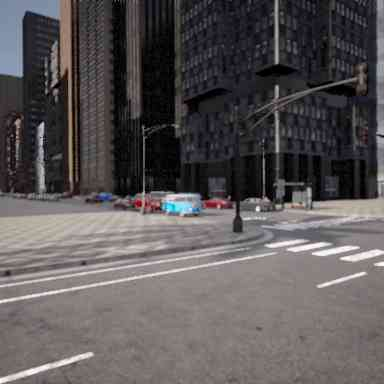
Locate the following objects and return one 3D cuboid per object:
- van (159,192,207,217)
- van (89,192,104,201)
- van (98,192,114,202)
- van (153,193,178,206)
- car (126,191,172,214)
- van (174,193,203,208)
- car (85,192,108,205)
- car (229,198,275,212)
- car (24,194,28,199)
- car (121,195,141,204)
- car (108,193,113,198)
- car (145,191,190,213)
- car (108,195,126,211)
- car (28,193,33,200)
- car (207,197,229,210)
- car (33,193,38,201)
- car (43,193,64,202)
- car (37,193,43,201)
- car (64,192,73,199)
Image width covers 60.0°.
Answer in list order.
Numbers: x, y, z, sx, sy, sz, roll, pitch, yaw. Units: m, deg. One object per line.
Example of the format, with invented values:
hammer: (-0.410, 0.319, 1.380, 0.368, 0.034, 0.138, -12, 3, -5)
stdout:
van: (-0.841, 1.105, 27.837, 1.690, 1.788, 3.998, -1, 0, -35)
van: (-20.110, 0.984, 69.843, 1.690, 1.788, 3.998, -1, 0, -35)
van: (-16.831, 0.987, 65.207, 1.690, 1.788, 3.998, -1, 0, -35)
van: (-3.718, 1.001, 46.666, 1.690, 1.788, 3.998, -1, 0, -35)
car: (-4.119, 1.071, 32.472, 2.192, 1.841, 5.009, -1, 0, -35)
van: (-0.439, 1.007, 42.031, 1.690, 1.788, 3.998, -1, 0, -35)
car: (-15.806, 1.186, 53.753, 1.882, 1.535, 5.008, -1, 0, -35)
car: (6.119, 1.230, 32.761, 2.008, 1.369, 4.403, -1, 0, -35)
car: (-40.081, 1.241, 83.321, 1.752, 1.417, 4.829, -1, 0, -35)
car: (-10.273, 1.234, 55.938, 1.802, 1.307, 4.206, -1, 0, -35)
car: (-13.551, 1.231, 60.573, 1.802, 1.307, 4.206, -1, 0, -35)
car: (-2.643, 0.950, 34.992, 2.150, 2.045, 5.566, -1, 1, -35)
car: (-7.396, 1.332, 37.109, 1.802, 1.307, 4.206, -1, 0, -35)
car: (-36.901, 1.284, 78.825, 1.947, 1.339, 4.313, -1, 0, -35)
car: (2.841, 1.254, 37.397, 1.802, 1.307, 4.206, -1, 0, -35)
car: (-33.525, 1.246, 74.051, 1.752, 1.417, 4.829, -1, 0, -35)
car: (-27.067, 1.278, 64.920, 2.008, 1.369, 4.403, -1, 0, -35)
car: (-30.346, 1.164, 69.554, 1.967, 1.590, 4.097, -1, 0, -35)
car: (-33.223, 0.946, 88.384, 2.192, 1.841, 5.009, -1, 0, -35)
